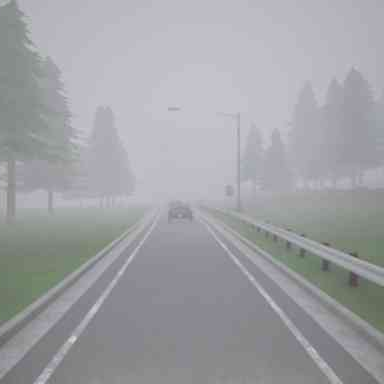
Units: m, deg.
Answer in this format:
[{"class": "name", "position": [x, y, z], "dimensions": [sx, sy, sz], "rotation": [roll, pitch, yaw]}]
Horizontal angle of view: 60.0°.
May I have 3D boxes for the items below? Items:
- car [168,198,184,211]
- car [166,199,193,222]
[{"class": "car", "position": [-2.097, 1.564, 42.741], "dimensions": [1.994, 1.385, 4.181], "rotation": [0, 0, -4]}, {"class": "car", "position": [-0.957, 1.490, 25.997], "dimensions": [2.128, 1.511, 4.902], "rotation": [0, 0, -4]}]
